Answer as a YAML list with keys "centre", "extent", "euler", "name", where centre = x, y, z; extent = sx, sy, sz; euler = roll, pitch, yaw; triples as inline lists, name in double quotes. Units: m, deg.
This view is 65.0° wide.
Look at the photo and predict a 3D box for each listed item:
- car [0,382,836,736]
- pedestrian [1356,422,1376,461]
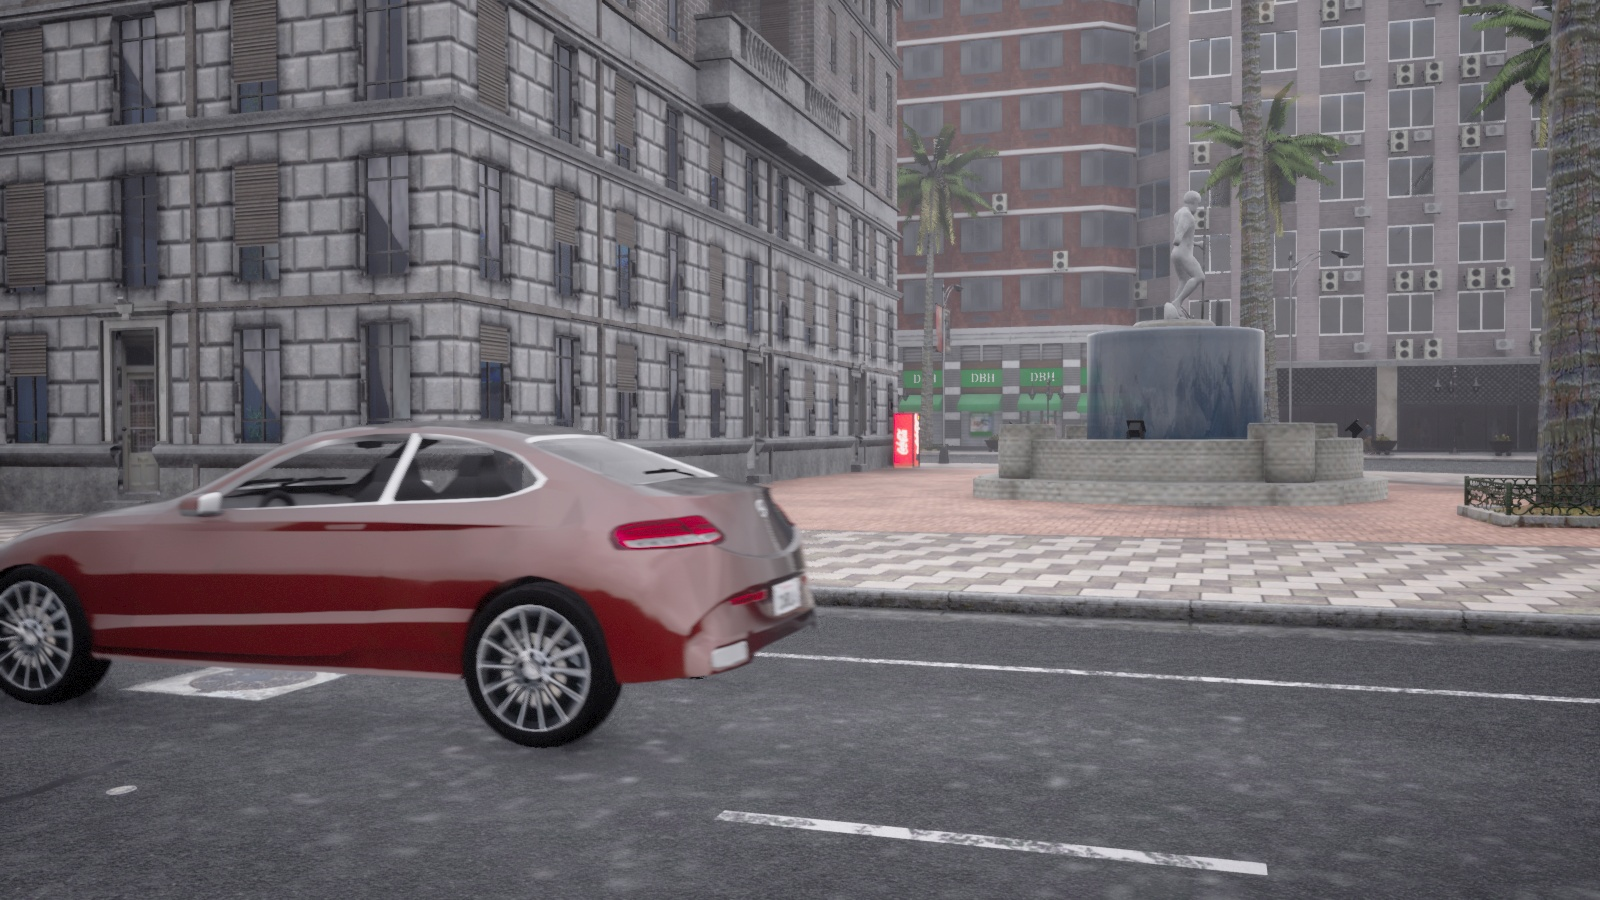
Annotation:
- centre: [-2.504, 0.473, 7.668]
  extent: [5.027, 1.651, 2.152]
  euler: [1, 1, 18]
  name: "car"
- centre: [29.154, -0.443, 64.673]
  extent: [0.788, 1.949, 0.423]
  euler: [1, 1, 43]
  name: "pedestrian"
